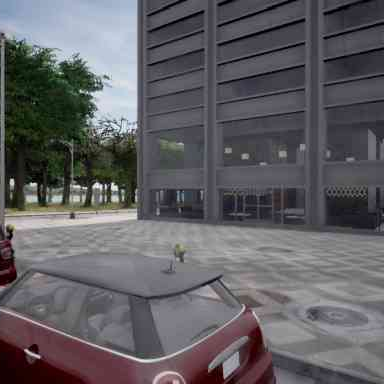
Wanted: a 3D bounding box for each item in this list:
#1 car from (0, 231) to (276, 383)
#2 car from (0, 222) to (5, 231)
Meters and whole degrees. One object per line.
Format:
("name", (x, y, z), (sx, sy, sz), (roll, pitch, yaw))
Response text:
("car", (-1.257, 1.440, 3.855), (4.097, 1.590, 1.967), (0, 0, 35))
("car", (-5.686, 1.315, 7.010), (5.009, 1.841, 2.192), (0, 0, 35))
